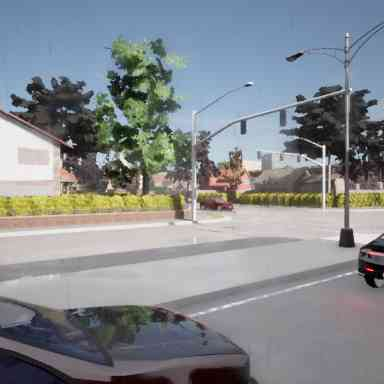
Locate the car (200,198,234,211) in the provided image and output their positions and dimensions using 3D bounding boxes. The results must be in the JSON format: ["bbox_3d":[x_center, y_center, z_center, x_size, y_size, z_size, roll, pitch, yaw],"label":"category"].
[{"bbox_3d":[2.950,1.478,40.288,1.882,1.535,5.008,0,0,-36],"label":"car"}]

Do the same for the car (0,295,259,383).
[{"bbox_3d":[-1.984,1.547,2.333,5.357,1.411,2.033,0,0,-35],"label":"car"}]

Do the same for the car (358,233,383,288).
[{"bbox_3d":[5.935,1.492,8.018,4.902,1.511,2.128,0,0,-35],"label":"car"}]
